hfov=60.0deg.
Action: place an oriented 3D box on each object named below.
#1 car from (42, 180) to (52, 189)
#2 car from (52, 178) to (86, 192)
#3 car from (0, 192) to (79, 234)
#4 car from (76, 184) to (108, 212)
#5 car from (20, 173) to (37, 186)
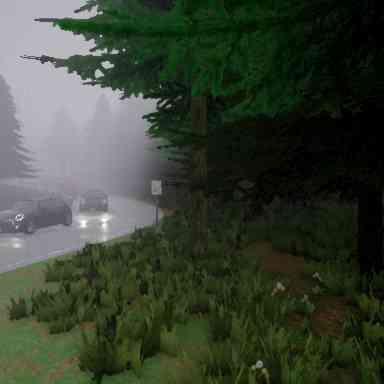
[{"bbox_3d":[-18.493,-0.951,45.360,4.892,1.490,1.837,6,4,38],"label":"car"},{"bbox_3d":[-12.866,-0.410,36.609,5.566,2.045,2.150,7,5,44],"label":"car"},{"bbox_3d":[-8.505,1.138,17.855,2.097,1.767,4.553,0,2,15],"label":"car"},{"bbox_3d":[-8.119,0.589,27.702,2.097,1.767,4.553,0,4,-14],"label":"car"},{"bbox_3d":[-25.830,-2.127,52.412,2.150,2.045,5.566,0,5,-30],"label":"car"}]
